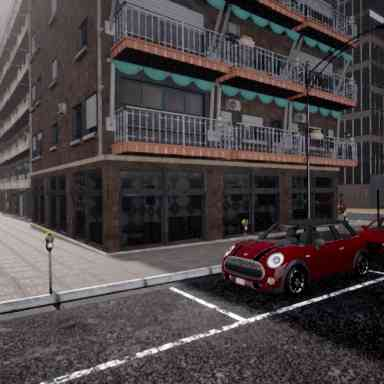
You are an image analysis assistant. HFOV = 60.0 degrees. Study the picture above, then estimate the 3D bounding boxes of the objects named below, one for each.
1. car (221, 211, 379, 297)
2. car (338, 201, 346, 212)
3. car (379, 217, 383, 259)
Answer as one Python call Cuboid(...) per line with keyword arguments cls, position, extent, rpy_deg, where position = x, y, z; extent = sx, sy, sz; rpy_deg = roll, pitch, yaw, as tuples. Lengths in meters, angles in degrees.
Cuboid(cls="car", position=(2.679, 1.439, 8.474), extent=(4.097, 1.590, 1.967), rpy_deg=(0, -1, -35))
Cuboid(cls="car", position=(16.460, 1.743, 40.560), extent=(1.967, 1.590, 4.097), rpy_deg=(-2, 0, -36))
Cuboid(cls="car", position=(7.180, 1.542, 11.676), extent=(4.507, 1.381, 1.887), rpy_deg=(0, -1, -35))
